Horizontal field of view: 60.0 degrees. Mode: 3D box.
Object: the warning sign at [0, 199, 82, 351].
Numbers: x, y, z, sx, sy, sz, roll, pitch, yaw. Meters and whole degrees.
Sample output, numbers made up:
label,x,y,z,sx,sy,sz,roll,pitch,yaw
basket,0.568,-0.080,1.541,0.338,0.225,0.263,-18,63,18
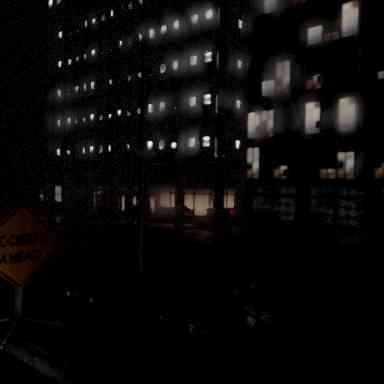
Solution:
label,x,y,z,sx,sy,sz,roll,pitch,yaw
warning sign,-2.527,1.060,4.894,1.060,1.860,1.300,2,0,35
